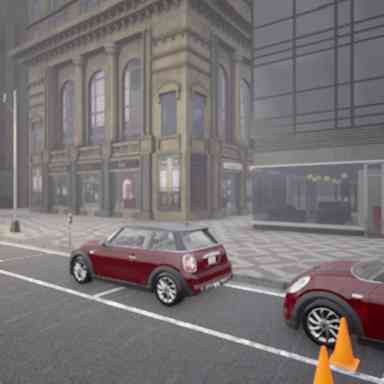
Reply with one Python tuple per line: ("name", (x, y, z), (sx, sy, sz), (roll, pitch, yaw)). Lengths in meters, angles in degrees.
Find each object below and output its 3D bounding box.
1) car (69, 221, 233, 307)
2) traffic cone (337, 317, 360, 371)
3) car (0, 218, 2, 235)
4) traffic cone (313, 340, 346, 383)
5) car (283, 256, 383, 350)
("car", (-1.158, 1.437, 8.047), (4.097, 1.590, 1.967), (0, 0, 36))
("traffic cone", (1.998, 1.954, 4.389), (0.340, 0.580, 0.340), (0, 0, 36))
("car", (-10.325, 1.313, 14.620), (5.009, 1.841, 2.192), (0, 0, 36))
("traffic cone", (1.415, 1.954, 3.576), (0.340, 0.580, 0.340), (0, 0, 36))
("car", (3.424, 1.440, 4.761), (4.097, 1.590, 1.967), (0, 0, 36))
